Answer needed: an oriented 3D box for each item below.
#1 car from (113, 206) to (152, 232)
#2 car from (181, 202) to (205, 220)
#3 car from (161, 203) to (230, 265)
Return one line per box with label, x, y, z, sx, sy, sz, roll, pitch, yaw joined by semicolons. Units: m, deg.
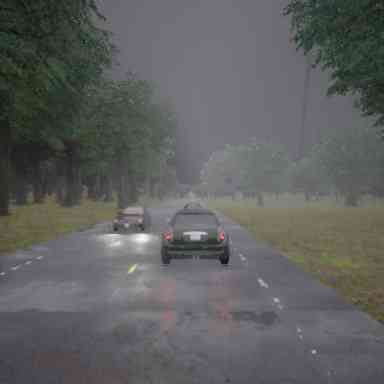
car;-3.595;1.588;20.713;1.812;1.442;4.674;0;0;0
car;0.101;1.675;30.233;1.994;1.385;4.181;0;0;0
car;0.101;1.381;11.996;2.097;1.767;4.553;0;0;0
